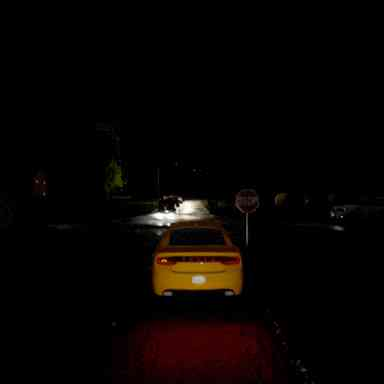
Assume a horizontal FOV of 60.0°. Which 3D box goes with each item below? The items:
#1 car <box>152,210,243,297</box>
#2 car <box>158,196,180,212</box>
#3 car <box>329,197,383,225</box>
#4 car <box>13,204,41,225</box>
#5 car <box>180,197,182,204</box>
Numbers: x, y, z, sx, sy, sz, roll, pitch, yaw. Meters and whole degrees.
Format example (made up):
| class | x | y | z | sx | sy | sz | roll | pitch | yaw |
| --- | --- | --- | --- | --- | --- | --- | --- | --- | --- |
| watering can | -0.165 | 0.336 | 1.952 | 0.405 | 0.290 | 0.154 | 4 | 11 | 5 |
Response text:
| class | x | y | z | sx | sy | sz | roll | pitch | yaw |
| --- | --- | --- | --- | --- | --- | --- | --- | --- | --- |
| car | 0.078 | 1.473 | 8.624 | 1.882 | 1.535 | 5.008 | 0 | 0 | -1 |
| car | -2.809 | 1.464 | 38.142 | 2.128 | 1.511 | 4.902 | 0 | 0 | 1 |
| car | 13.138 | 1.361 | 24.607 | 5.566 | 2.045 | 2.150 | 1 | -1 | -2 |
| car | -11.986 | 1.388 | 21.135 | 4.674 | 1.442 | 1.812 | 0 | -1 | 4 |
| car | -2.760 | 1.490 | 48.034 | 1.812 | 1.442 | 4.674 | 0 | 0 | 0 |
